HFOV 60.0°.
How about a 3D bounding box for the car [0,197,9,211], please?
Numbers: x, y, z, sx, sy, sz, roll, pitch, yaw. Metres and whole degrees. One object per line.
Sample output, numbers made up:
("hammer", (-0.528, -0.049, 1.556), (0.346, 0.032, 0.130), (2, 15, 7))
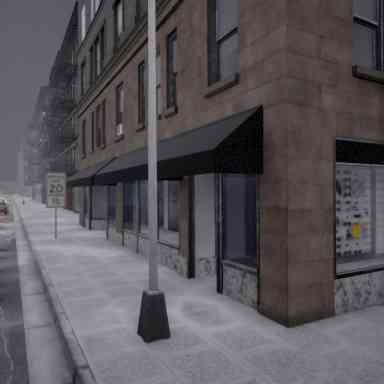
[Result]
("car", (-24.409, 1.468, 42.406), (1.882, 1.535, 5.008), (0, 0, -28))

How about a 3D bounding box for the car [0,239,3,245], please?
("car", (-5.137, 1.507, 6.961), (1.837, 1.490, 4.892), (0, 0, -29))

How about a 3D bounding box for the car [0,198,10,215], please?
("car", (-19.388, 1.488, 33.266), (2.128, 1.511, 4.902), (0, 0, -28))
